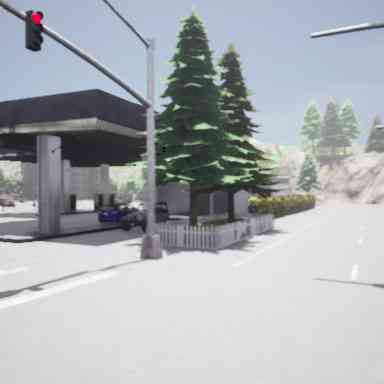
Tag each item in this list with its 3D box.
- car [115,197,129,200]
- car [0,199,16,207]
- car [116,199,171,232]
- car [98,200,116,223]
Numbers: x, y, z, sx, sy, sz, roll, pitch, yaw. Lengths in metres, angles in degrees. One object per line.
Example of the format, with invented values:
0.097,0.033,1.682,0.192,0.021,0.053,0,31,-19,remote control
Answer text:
-18.193,2.083,78.163,5.027,1.636,2.152,-1,0,27,car
-35.077,2.060,62.309,4.514,1.523,2.007,-1,0,27,car
-2.965,1.596,22.483,1.905,1.878,3.866,-1,0,27,car
-6.000,1.826,28.935,2.242,1.667,4.611,-1,0,27,car
